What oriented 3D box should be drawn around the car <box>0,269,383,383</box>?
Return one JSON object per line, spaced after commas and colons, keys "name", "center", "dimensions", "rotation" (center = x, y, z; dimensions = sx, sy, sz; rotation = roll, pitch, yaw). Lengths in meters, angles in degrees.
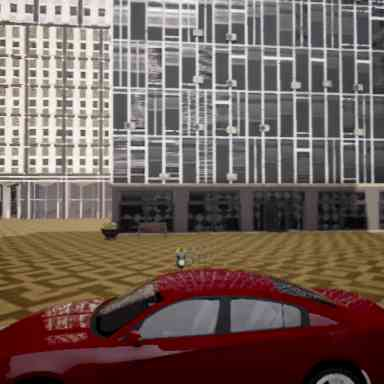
{"name": "car", "center": [0.005, 1.640, 3.910], "dimensions": [4.507, 1.381, 1.887], "rotation": [0, -1, -6]}
